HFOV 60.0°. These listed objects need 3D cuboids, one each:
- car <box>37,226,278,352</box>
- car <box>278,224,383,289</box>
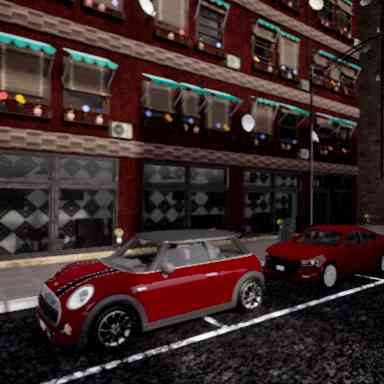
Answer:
[{"bbox_3d":[-0.599,1.468,6.134,4.097,1.590,1.967,1,0,-36],"label":"car"},{"bbox_3d":[3.987,1.625,9.412,4.507,1.381,1.887,1,0,-36],"label":"car"}]
